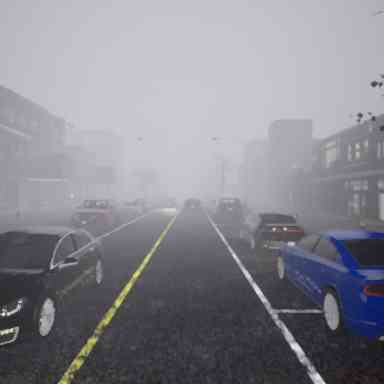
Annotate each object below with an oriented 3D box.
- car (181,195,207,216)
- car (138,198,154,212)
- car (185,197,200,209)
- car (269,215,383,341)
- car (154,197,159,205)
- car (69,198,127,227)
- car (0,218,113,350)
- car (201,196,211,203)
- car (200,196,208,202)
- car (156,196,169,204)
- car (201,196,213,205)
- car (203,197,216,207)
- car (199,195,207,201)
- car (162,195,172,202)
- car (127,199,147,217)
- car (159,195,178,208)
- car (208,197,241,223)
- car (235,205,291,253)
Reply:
[{"bbox_3d":[0.066,1.344,32.047,2.097,1.767,4.553,0,0,0],"label":"car"},{"bbox_3d":[-5.688,1.433,36.619,1.967,1.590,4.097,1,0,0],"label":"car"},{"bbox_3d":[0.073,1.486,46.915,2.128,1.511,4.902,0,0,0],"label":"car"},{"bbox_3d":[3.139,1.475,6.721,1.882,1.535,5.008,0,0,0],"label":"car"},{"bbox_3d":[-5.761,1.519,54.693,1.752,1.417,4.829,1,0,0],"label":"car"},{"bbox_3d":[-5.684,1.310,20.020,2.192,1.841,5.009,1,0,0],"label":"car"},{"bbox_3d":[-3.102,1.503,6.515,1.837,1.490,4.892,0,0,0],"label":"car"},{"bbox_3d":[2.815,1.563,68.848,1.947,1.339,4.313,0,0,0],"label":"car"},{"bbox_3d":[2.814,1.582,77.850,1.802,1.307,4.206,0,0,0],"label":"car"},{"bbox_3d":[-5.817,1.547,65.929,2.008,1.369,4.403,1,0,0],"label":"car"},{"bbox_3d":[2.788,1.546,61.303,2.008,1.369,4.403,0,0,0],"label":"car"},{"bbox_3d":[2.749,1.519,53.082,1.752,1.417,4.829,0,0,0],"label":"car"},{"bbox_3d":[2.812,1.549,86.852,1.887,1.381,4.507,0,0,0],"label":"car"},{"bbox_3d":[-5.825,1.440,76.748,1.967,1.590,4.097,0,0,0],"label":"car"},{"bbox_3d":[-5.689,1.575,31.086,1.802,1.307,4.206,1,0,0],"label":"car"},{"bbox_3d":[-3.093,1.483,47.788,2.128,1.511,4.902,0,0,0],"label":"car"},{"bbox_3d":[2.695,1.309,25.553,2.192,1.841,5.009,0,0,0],"label":"car"},{"bbox_3d":[3.143,1.501,13.721,1.837,1.490,4.892,0,0,0],"label":"car"}]
